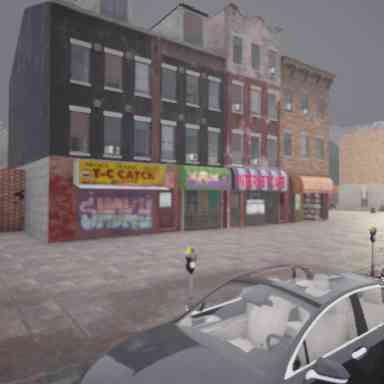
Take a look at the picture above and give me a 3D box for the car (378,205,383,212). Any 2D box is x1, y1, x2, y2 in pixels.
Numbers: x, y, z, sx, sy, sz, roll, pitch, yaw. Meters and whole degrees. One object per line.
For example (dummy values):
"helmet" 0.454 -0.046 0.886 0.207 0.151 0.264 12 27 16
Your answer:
"car" 21.422 1.624 32.821 2.033 1.411 5.357 1 0 -33

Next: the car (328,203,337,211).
"car" 15.371 1.605 41.169 1.895 1.301 4.718 1 0 -36

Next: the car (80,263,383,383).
"car" 1.026 1.562 3.535 4.403 1.369 2.008 0 0 -35
